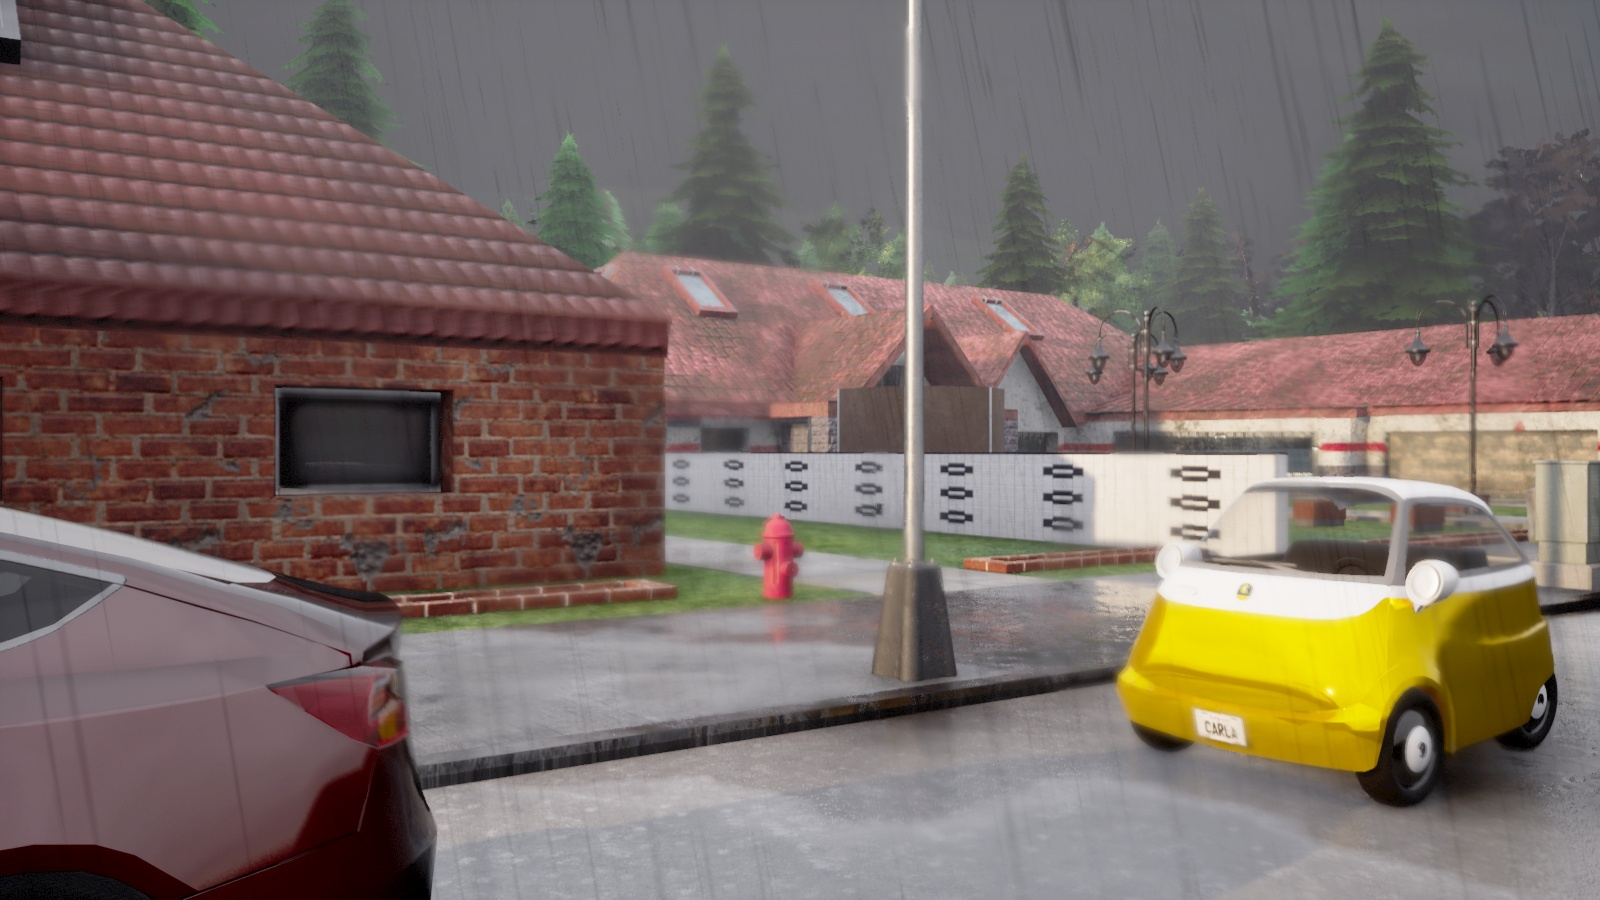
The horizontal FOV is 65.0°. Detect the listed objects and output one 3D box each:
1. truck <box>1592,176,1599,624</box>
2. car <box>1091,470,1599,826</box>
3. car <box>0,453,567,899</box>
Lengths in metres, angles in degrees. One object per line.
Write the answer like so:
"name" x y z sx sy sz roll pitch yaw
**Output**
"truck" 11.093 -0.439 11.997 8.468 3.827 2.891 0 0 -35
"car" 2.759 0.800 6.188 2.207 1.376 1.481 0 0 -35
"car" -3.070 0.759 2.135 4.792 1.488 2.163 0 0 -35
